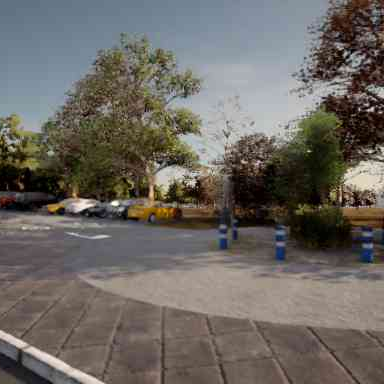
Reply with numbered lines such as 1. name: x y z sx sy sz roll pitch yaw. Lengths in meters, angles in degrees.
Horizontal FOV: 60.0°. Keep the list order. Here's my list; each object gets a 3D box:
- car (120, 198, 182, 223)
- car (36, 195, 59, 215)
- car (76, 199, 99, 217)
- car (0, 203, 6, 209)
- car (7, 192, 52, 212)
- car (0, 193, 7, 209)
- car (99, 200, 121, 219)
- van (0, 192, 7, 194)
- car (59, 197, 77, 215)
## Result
1. car: -2.770 1.464 25.935 2.097 1.535 5.008 1 1 36
2. car: -11.741 1.312 32.226 1.946 1.575 5.366 1 1 36
3. car: -7.167 1.420 29.098 2.163 1.488 4.792 1 1 36
4. car: -12.612 1.464 16.887 2.163 1.488 4.792 1 1 36
5. car: -16.095 0.989 35.652 2.435 2.045 5.566 1 1 36
6. car: -18.372 1.232 37.236 2.163 1.488 4.792 1 1 36
7. car: -4.989 1.301 27.591 2.185 1.767 4.553 1 1 36
8. van: -20.625 0.940 39.052 1.878 1.987 4.442 1 1 36
9. car: -9.393 1.393 30.747 2.002 1.452 4.674 1 1 36
